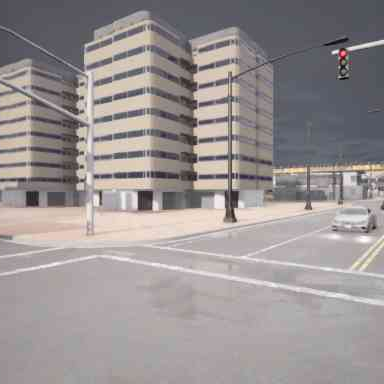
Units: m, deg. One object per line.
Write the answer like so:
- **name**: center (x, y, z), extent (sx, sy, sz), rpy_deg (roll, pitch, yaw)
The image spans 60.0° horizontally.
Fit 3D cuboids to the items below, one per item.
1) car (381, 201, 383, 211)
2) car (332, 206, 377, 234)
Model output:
- **car**: center (23.695, 1.551, 39.400), extent (1.994, 1.385, 4.181), rpy_deg (0, 0, 35)
- **car**: center (9.552, 1.539, 19.421), extent (1.812, 1.442, 4.674), rpy_deg (0, 0, 35)
